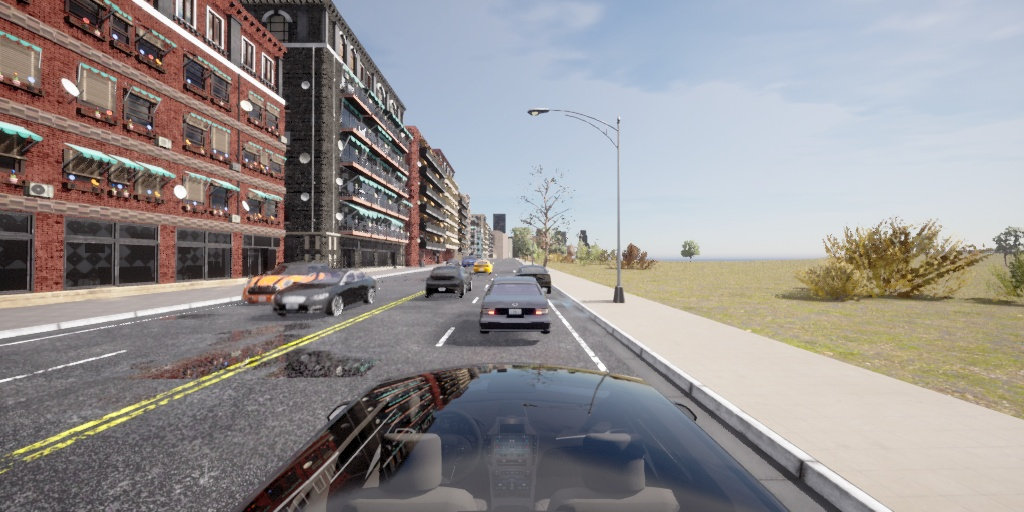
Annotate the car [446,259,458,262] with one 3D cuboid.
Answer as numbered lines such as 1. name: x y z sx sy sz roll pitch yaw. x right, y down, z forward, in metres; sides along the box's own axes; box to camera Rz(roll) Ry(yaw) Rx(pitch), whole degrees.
1. car: -9.914 1.243 59.809 2.128 1.511 4.902 0 0 0

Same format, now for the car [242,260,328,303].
1. car: -9.873 1.104 16.417 2.097 1.767 4.553 0 0 0

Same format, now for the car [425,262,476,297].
1. car: -3.178 1.257 18.673 1.837 1.490 4.892 0 0 0

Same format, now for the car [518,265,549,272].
1. car: 1.109 1.230 20.361 1.882 1.535 5.008 0 0 0

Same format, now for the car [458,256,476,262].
1. car: -6.669 0.971 56.439 2.150 2.045 5.566 0 0 0

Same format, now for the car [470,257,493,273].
1. car: -3.205 1.229 40.083 1.882 1.535 5.008 0 0 0

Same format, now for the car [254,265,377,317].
1. car: -6.618 1.243 13.245 2.128 1.511 4.902 0 0 0

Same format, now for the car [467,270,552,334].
1. car: 0.089 1.299 10.597 2.033 1.411 5.357 0 0 0
